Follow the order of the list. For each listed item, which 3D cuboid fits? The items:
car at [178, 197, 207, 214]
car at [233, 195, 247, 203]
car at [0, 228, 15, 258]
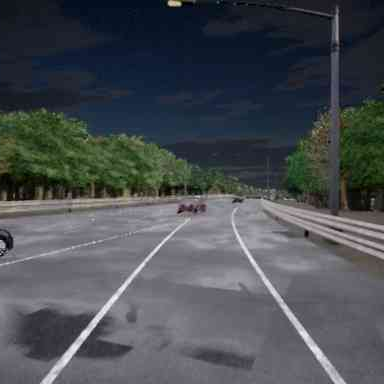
[{"bbox_3d":[0.103,1.354,35.077,2.097,1.767,4.553,0,0,16],"label":"car"},{"bbox_3d":[9.479,1.548,67.586,1.837,1.490,4.892,0,0,16],"label":"car"},{"bbox_3d":[-7.726,1.475,9.979,1.837,1.490,4.892,0,0,18],"label":"car"}]
